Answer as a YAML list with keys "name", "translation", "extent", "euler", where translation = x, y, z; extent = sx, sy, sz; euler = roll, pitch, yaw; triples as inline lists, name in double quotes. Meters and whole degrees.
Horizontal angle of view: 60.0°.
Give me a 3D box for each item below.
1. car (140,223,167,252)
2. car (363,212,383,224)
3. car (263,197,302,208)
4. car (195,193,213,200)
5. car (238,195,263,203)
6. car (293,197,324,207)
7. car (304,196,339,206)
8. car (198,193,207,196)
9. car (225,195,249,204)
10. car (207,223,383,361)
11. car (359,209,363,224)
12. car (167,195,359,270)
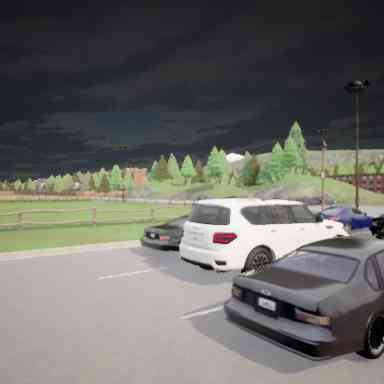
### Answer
- name: "car"
  translation: [0.693, 1.535, 12.860]
  extent: [5.357, 1.411, 2.033]
  euler: [0, 0, -36]
- name: "car"
  translation: [10.339, 1.451, 15.497]
  extent: [5.008, 1.535, 1.882]
  euler: [0, 0, -35]
- name: "car"
  translation: [12.821, 1.489, 47.413]
  extent: [2.033, 1.411, 5.357]
  euler: [0, 0, -36]
- name: "car"
  translation: [2.738, 1.065, 79.062]
  extent: [1.812, 1.442, 4.674]
  euler: [0, 0, -36]
- name: "car"
  translation: [11.755, 1.403, 66.741]
  extent: [1.882, 1.535, 5.008]
  euler: [0, 0, -36]
- name: "car"
  translation: [18.183, 1.495, 51.951]
  extent: [1.994, 1.385, 4.181]
  euler: [0, 0, -36]
- name: "car"
  translation: [21.026, 1.417, 53.999]
  extent: [2.128, 1.511, 4.902]
  euler: [0, 0, -36]
- name: "car"
  translation: [3.216, 1.419, 60.544]
  extent: [1.882, 1.535, 5.008]
  euler: [0, 0, -36]
- name: "car"
  translation: [8.669, 1.436, 64.994]
  extent: [1.837, 1.490, 4.892]
  euler: [0, 0, -36]
- name: "car"
  translation: [3.032, 1.539, 5.924]
  extent: [5.357, 1.411, 2.033]
  euler: [0, 0, -36]
- name: "car"
  translation: [8.475, 1.499, 18.459]
  extent: [4.674, 1.442, 1.812]
  euler: [0, 0, -36]
- name: "car"
  translation: [2.274, 1.210, 9.688]
  extent: [5.566, 2.045, 2.150]
  euler: [0, 0, -35]
